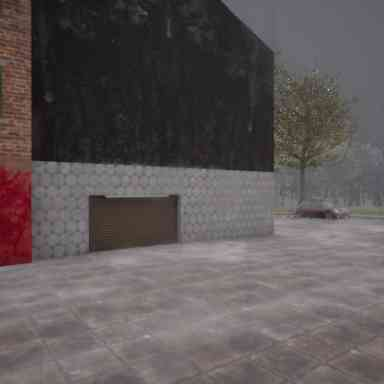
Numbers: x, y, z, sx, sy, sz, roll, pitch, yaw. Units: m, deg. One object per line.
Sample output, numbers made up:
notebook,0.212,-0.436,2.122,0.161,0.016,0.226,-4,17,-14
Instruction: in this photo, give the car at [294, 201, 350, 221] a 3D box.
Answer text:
car,11.251,1.569,28.936,2.097,1.767,4.553,0,-1,-35
